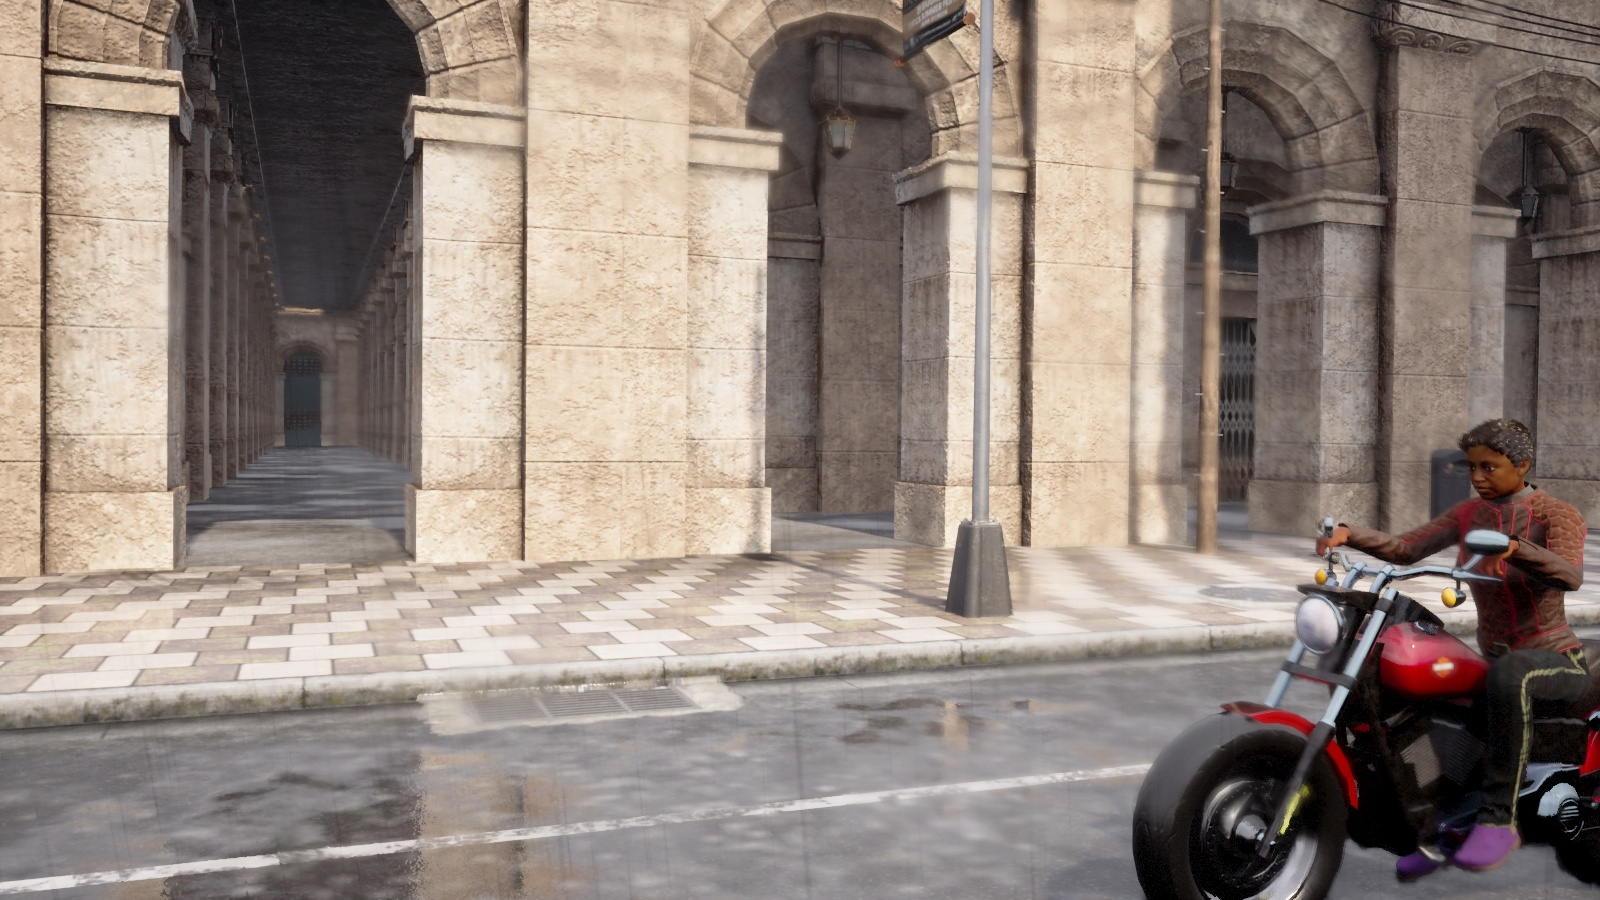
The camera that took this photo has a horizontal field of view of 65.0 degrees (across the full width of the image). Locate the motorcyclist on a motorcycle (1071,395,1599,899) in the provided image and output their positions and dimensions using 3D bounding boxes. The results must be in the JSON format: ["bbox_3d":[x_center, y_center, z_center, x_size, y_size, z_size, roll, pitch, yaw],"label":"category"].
[{"bbox_3d":[2.107,0.660,4.062,2.350,1.649,0.766,-1,1,-21],"label":"motorcyclist on a motorcycle"}]
